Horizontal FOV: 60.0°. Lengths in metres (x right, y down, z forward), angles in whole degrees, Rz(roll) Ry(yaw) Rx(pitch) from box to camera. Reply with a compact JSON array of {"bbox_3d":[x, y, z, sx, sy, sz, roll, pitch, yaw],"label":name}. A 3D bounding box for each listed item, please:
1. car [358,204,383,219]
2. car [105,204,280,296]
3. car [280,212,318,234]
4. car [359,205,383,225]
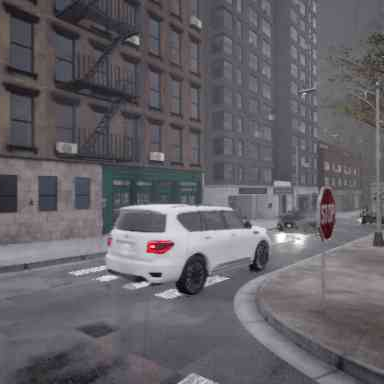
[{"bbox_3d":[23.013,2.427,42.703,2.097,1.767,4.553,0,-1,39],"label":"car"},{"bbox_3d":[0.219,1.370,9.390,2.150,2.045,5.566,0,-2,38],"label":"car"},{"bbox_3d":[7.618,2.080,23.447,1.994,1.385,4.181,0,-2,38],"label":"car"},{"bbox_3d":[17.518,2.144,31.181,2.097,1.767,4.553,0,-2,38],"label":"car"}]
